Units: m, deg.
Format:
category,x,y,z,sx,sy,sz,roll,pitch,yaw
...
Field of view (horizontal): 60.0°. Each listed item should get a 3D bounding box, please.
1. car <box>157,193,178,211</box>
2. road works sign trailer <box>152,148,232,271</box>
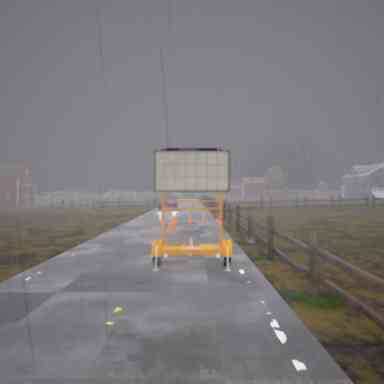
category,x,y,z,sx,sy,sz,roll,pitch,yaw
car,-2.843,1.098,39.965,2.150,2.045,5.566,0,0,0
road works sign trailer,0.000,0.403,10.614,2.380,3.560,2.880,0,0,0
